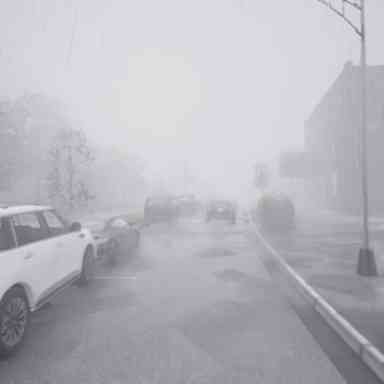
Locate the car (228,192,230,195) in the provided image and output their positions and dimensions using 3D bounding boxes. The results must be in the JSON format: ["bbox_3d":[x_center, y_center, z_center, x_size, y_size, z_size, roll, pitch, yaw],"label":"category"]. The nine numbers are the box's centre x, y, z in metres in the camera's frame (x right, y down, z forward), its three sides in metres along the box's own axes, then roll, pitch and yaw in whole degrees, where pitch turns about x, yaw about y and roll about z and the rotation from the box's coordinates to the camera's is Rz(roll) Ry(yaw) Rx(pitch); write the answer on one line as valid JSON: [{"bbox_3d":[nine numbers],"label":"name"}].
[{"bbox_3d":[7.582,1.466,82.983,2.097,1.535,5.008,0,0,11],"label":"car"}]

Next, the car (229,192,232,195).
[{"bbox_3d":[9.223,1.468,93.103,1.946,1.575,5.366,0,0,11],"label":"car"}]

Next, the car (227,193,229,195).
[{"bbox_3d":[6.699,1.453,77.505,2.097,1.535,5.008,0,0,11],"label":"car"}]

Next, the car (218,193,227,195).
[{"bbox_3d":[5.122,1.234,67.748,2.435,2.045,5.566,0,0,10],"label":"car"}]

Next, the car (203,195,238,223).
[{"bbox_3d":[2.287,1.344,25.562,2.097,1.767,4.553,0,0,8],"label":"car"}]

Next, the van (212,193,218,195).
[{"bbox_3d":[2.306,1.260,50.257,1.878,1.987,4.442,0,0,11],"label":"van"}]

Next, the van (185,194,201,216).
[{"bbox_3d":[-0.519,1.252,32.775,1.878,1.987,4.442,-1,1,7],"label":"van"}]

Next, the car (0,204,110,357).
[{"bbox_3d":[-3.523,1.227,6.187,2.435,2.045,5.566,-1,1,0],"label":"car"}]

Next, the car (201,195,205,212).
[{"bbox_3d":[0.517,1.502,39.205,2.163,1.488,4.792,-1,1,8],"label":"car"}]

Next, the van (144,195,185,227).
[{"bbox_3d":[-1.953,1.256,22.927,1.878,1.987,4.442,-1,1,7],"label":"van"}]

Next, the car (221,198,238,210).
[{"bbox_3d":[4.912,1.540,42.814,1.994,1.385,4.181,0,0,9],"label":"car"}]

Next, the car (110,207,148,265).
[{"bbox_3d":[-3.150,1.522,11.737,2.002,1.452,4.674,-1,1,4],"label":"car"}]
